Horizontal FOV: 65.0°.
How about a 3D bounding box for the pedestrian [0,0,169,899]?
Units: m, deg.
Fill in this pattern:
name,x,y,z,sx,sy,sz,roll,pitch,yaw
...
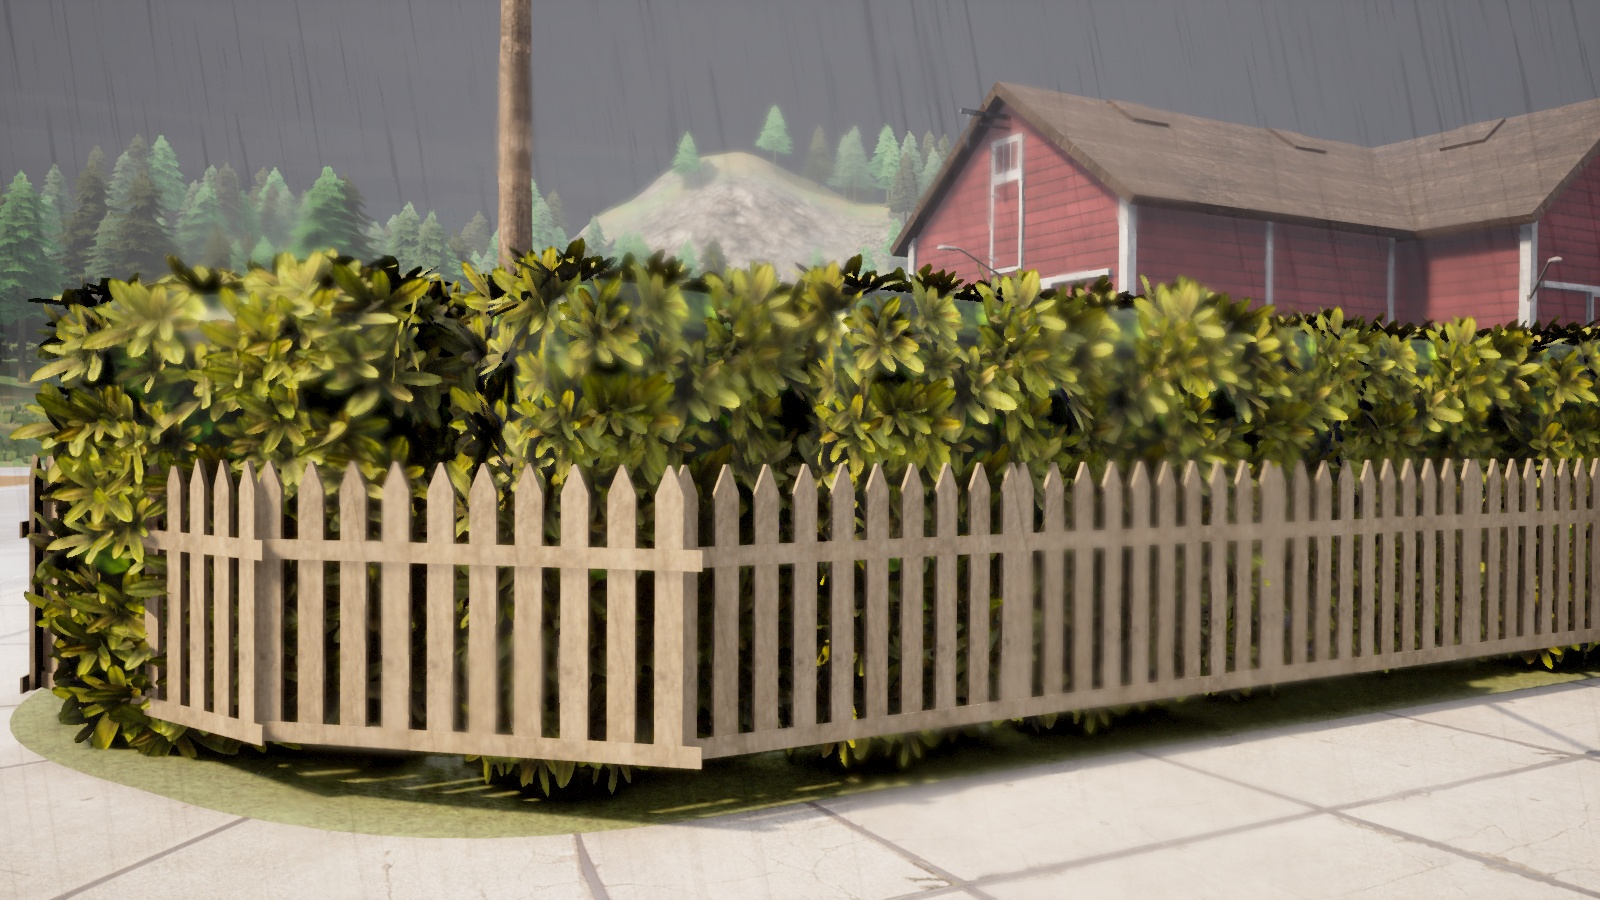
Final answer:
name,x,y,z,sx,sy,sz,roll,pitch,yaw
pedestrian,-0.938,0.594,0.746,0.900,1.855,0.874,-1,1,-35
